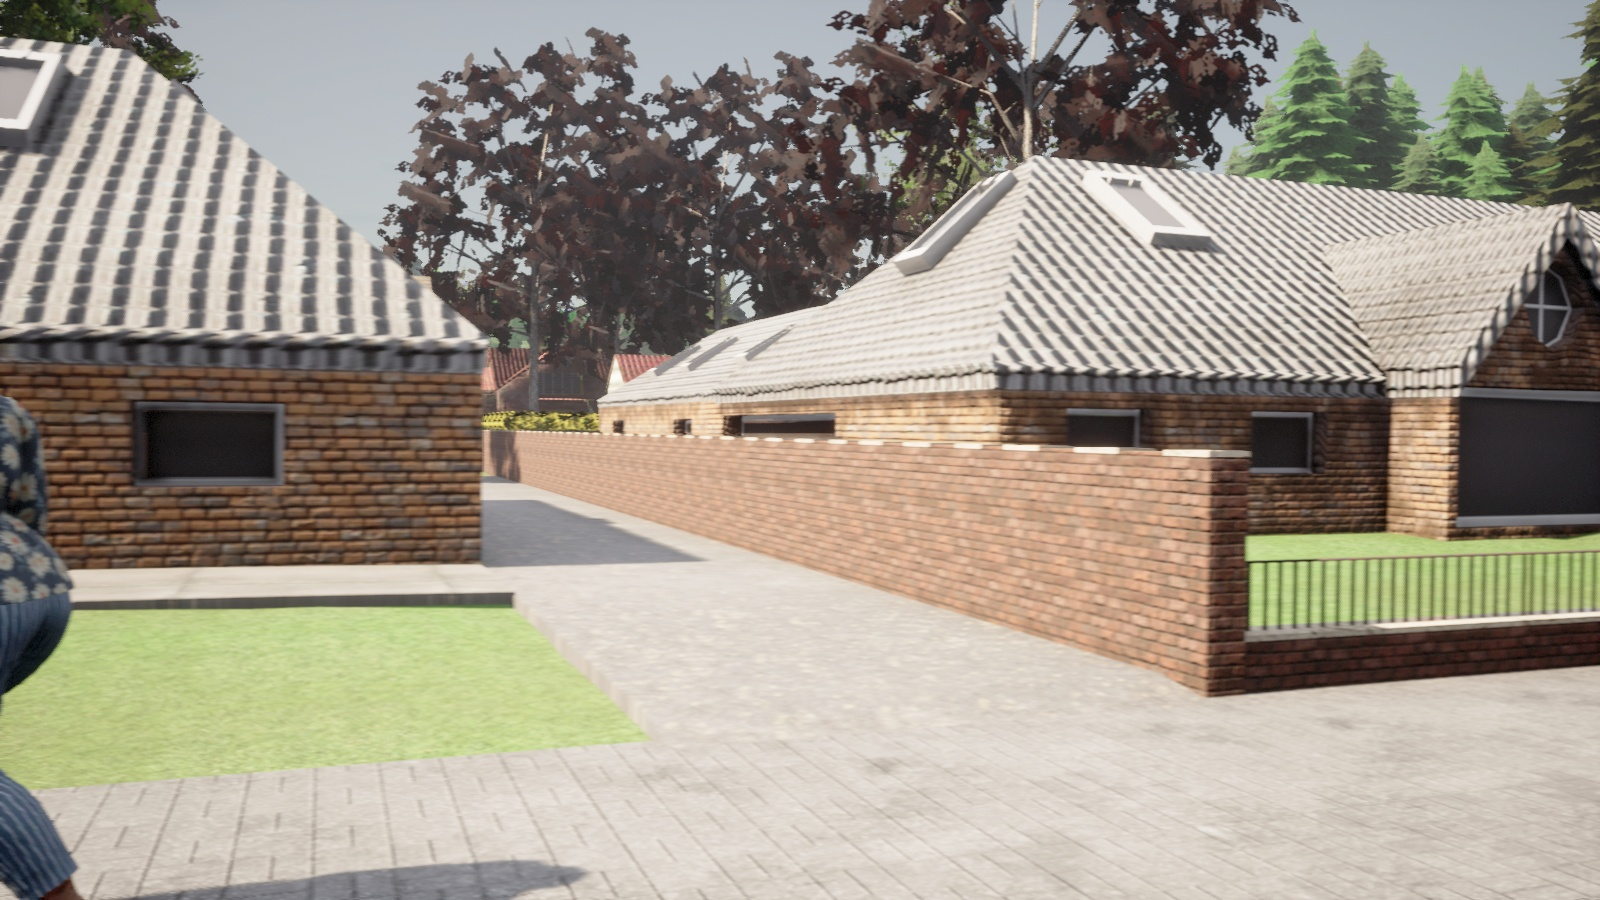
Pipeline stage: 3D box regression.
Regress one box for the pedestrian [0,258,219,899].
[{"bbox_3d":[-2.263,0.477,3.413,0.900,1.855,0.874,-1,1,4],"label":"pedestrian"}]
